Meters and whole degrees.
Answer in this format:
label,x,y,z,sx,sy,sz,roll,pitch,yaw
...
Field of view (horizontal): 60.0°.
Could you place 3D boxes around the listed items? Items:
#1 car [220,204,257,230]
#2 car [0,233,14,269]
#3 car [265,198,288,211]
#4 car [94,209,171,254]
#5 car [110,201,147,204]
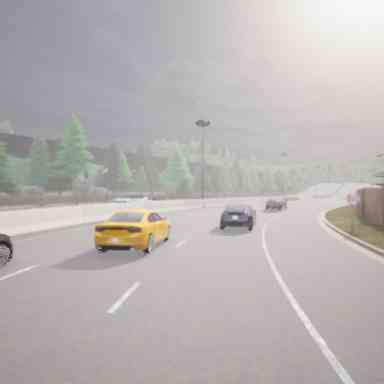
label,x,y,z,sx,sy,sz,roll,pitch,yaw
car,2.974,1.468,20.893,2.163,1.488,4.792,0,0,14
car,-6.364,1.429,7.986,2.128,1.511,4.902,0,0,5
car,10.111,1.453,39.636,2.128,1.511,4.902,0,0,27
car,-2.158,1.428,13.341,1.882,1.535,5.008,0,0,9
car,-6.879,1.082,36.417,2.150,2.045,5.566,0,0,22
